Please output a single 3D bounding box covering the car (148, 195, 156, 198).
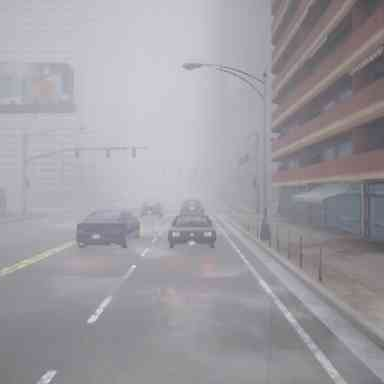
[{"bbox_3d":[-10.500,1.470,87.066,1.882,1.535,5.008,0,0,0],"label":"car"}]

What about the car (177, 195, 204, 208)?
[{"bbox_3d":[0.000,1.364,29.620,2.097,1.767,4.553,0,0,0],"label":"car"}]

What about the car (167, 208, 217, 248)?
[{"bbox_3d":[0.000,1.614,14.680,1.895,1.301,4.718,0,0,0],"label":"car"}]

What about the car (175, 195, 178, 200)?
[{"bbox_3d":[-3.500,1.449,90.472,2.128,1.511,4.902,0,0,0],"label":"car"}]

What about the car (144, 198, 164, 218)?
[{"bbox_3d":[-3.500,1.531,29.650,1.812,1.442,4.674,0,0,0],"label":"car"}]

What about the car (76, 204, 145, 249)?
[{"bbox_3d":[-3.500,1.483,14.650,1.882,1.535,5.008,0,0,0],"label":"car"}]
